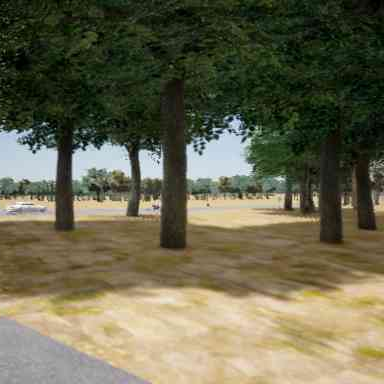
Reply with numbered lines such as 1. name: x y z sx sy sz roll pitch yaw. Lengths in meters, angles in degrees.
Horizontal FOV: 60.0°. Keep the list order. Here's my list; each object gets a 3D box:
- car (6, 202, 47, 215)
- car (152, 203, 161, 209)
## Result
1. car: -19.803 1.930 40.031 1.812 1.442 4.674 0 -2 37
2. car: -6.102 2.910 70.082 1.895 1.301 4.718 0 -1 37
